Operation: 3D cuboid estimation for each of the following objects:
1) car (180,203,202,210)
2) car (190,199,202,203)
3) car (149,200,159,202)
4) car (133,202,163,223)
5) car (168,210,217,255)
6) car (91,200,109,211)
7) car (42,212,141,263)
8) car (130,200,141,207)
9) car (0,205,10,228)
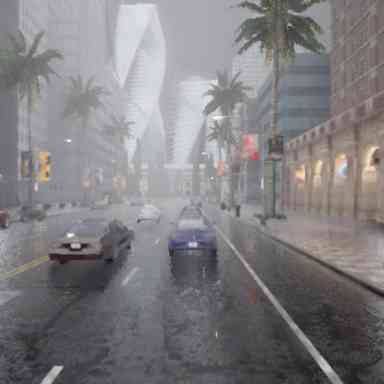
[{"bbox_3d":[-0.072,1.882,28.650,1.994,1.385,4.181,0,-1,0],"label":"car"},{"bbox_3d":[0.761,2.039,62.282,2.097,1.767,4.553,0,-1,-1],"label":"car"},{"bbox_3d":[-7.507,2.251,65.678,1.812,1.442,4.674,0,-1,0],"label":"car"},{"bbox_3d":[-3.576,1.846,28.898,1.812,1.442,4.674,0,0,0],"label":"car"},{"bbox_3d":[0.043,1.680,13.852,1.812,1.442,4.674,0,0,0],"label":"car"},{"bbox_3d":[-13.923,2.040,50.507,2.231,1.521,4.892,0,-1,-1],"label":"car"},{"bbox_3d":[-3.465,1.687,12.477,2.033,1.411,5.357,0,-1,1],"label":"car"},{"bbox_3d":[-11.006,2.284,65.643,1.994,1.385,4.181,0,-1,0],"label":"car"},{"bbox_3d":[-13.618,1.589,21.137,2.185,1.767,4.553,0,-1,-1],"label":"car"}]
